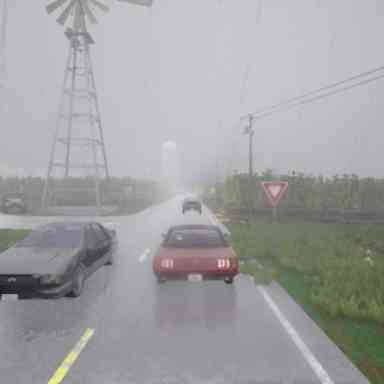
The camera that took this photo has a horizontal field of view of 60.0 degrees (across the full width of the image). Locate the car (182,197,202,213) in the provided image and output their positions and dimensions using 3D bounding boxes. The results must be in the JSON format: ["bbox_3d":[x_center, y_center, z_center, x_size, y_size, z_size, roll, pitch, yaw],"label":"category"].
[{"bbox_3d":[-0.020,1.334,34.303,1.837,1.490,4.892,0,0,0],"label":"car"}]

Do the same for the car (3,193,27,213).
[{"bbox_3d":[-17.335,1.055,32.465,1.905,1.878,3.866,0,0,-31],"label":"car"}]

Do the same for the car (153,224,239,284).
[{"bbox_3d":[0.068,1.553,9.381,1.895,1.301,4.718,0,0,0],"label":"car"}]

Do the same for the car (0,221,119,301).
[{"bbox_3d":[-3.275,1.503,8.661,2.033,1.411,5.357,0,0,0],"label":"car"}]
